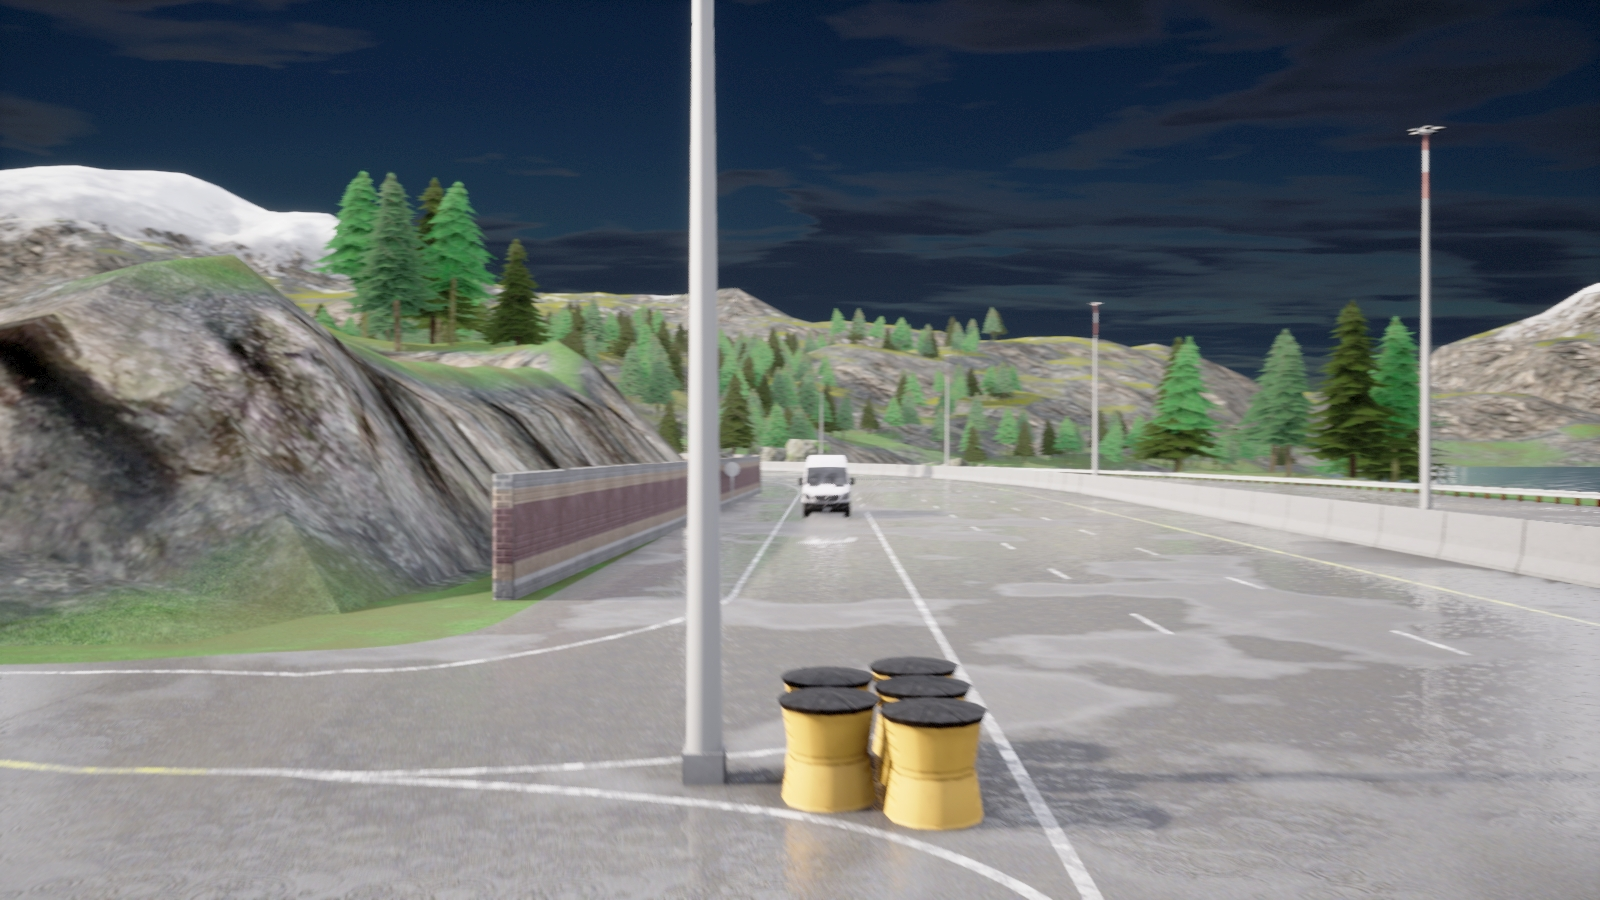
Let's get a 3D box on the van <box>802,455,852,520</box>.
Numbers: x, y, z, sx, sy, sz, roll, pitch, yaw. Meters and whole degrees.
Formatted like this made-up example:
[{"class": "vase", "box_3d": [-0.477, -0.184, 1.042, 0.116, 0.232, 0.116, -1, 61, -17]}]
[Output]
[{"class": "van", "box_3d": [1.131, 1.499, 48.529, 1.988, 2.561, 5.915, 0, 0, 1]}]
